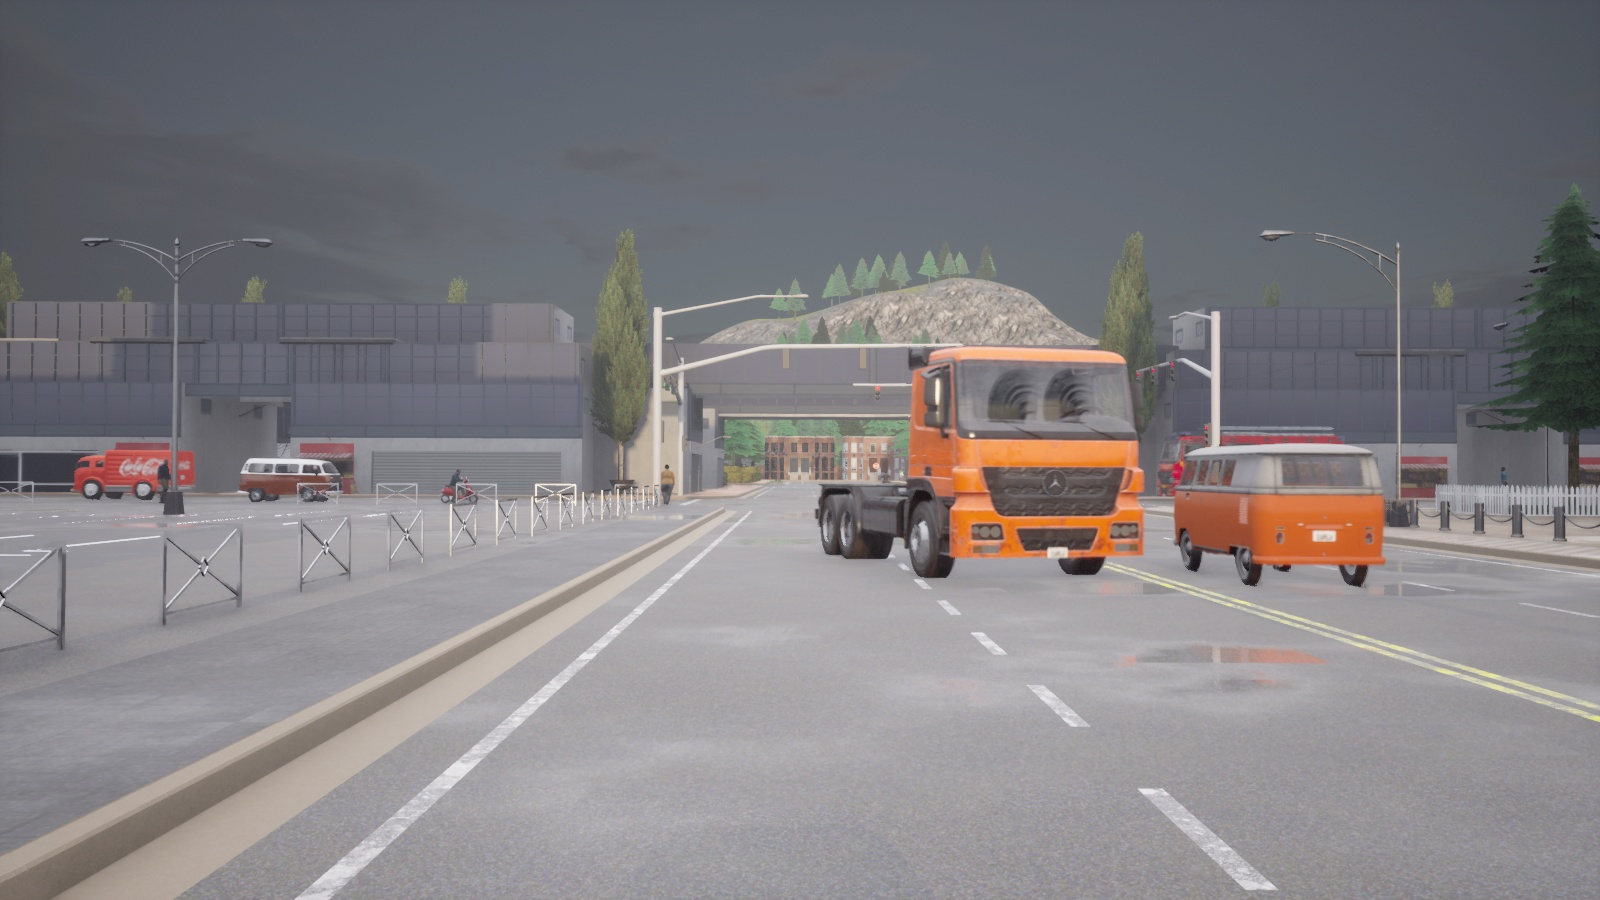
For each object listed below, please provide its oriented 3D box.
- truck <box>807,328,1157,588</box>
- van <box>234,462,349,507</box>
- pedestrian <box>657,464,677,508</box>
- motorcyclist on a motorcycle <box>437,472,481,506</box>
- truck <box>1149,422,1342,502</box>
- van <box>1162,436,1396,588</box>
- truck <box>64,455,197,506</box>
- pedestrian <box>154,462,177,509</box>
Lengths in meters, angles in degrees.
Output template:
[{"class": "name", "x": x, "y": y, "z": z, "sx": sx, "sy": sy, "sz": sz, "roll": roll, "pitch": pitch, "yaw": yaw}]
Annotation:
[{"class": "truck", "x": 2.544, "y": 0.173, "z": 20.917, "sx": 2.891, "sy": 3.462, "sz": 7.936, "roll": 0, "pitch": -1, "yaw": -15}, {"class": "van", "x": -23.638, "y": 1.607, "z": 58.506, "sx": 4.480, "sy": 2.038, "sz": 2.069, "roll": 0, "pitch": -1, "yaw": 2}, {"class": "pedestrian", "x": -5.707, "y": 1.531, "z": 53.844, "sx": 0.874, "sy": 1.855, "sz": 0.900, "roll": 0, "pitch": -1, "yaw": -6}, {"class": "motorcyclist on a motorcycle", "x": -15.840, "y": 1.808, "z": 58.317, "sx": 1.817, "sy": 1.590, "sz": 0.866, "roll": 0, "pitch": -1, "yaw": 1}, {"class": "truck", "x": 21.859, "y": 0.600, "z": 61.931, "sx": 8.468, "sy": 3.827, "sz": 2.891, "roll": 0, "pitch": -1, "yaw": 0}, {"class": "van", "x": 6.958, "y": 0.854, "z": 18.795, "sx": 1.775, "sy": 1.987, "sz": 4.442, "roll": 0, "pitch": -1, "yaw": 0}, {"class": "truck", "x": -33.145, "y": 1.503, "z": 62.266, "sx": 5.204, "sy": 2.467, "sz": 2.627, "roll": 0, "pitch": -1, "yaw": 2}, {"class": "pedestrian", "x": -25.371, "y": 1.416, "z": 50.207, "sx": 0.726, "sy": 1.842, "sz": 0.402, "roll": 0, "pitch": -1, "yaw": 15}]
